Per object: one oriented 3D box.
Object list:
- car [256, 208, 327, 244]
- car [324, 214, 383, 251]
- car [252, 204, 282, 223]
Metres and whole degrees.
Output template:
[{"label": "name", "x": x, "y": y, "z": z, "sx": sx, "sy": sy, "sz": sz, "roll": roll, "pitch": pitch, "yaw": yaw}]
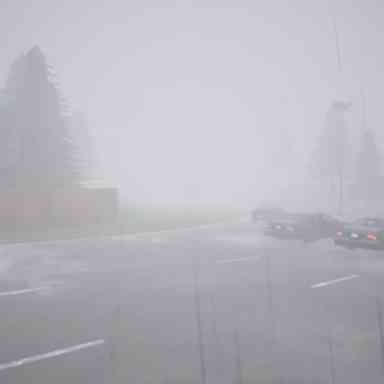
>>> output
[{"label": "car", "x": 5.967, "y": 1.692, "z": 16.605, "sx": 5.357, "sy": 1.411, "sz": 2.033, "roll": 1, "pitch": 0, "yaw": -36}, {"label": "car", "x": 8.076, "y": 1.693, "z": 13.811, "sx": 5.357, "sy": 1.411, "sz": 2.033, "roll": 1, "pitch": 0, "yaw": -36}, {"label": "car", "x": 6.374, "y": 1.687, "z": 26.963, "sx": 1.882, "sy": 1.535, "sz": 5.008, "roll": 1, "pitch": 0, "yaw": 29}]
